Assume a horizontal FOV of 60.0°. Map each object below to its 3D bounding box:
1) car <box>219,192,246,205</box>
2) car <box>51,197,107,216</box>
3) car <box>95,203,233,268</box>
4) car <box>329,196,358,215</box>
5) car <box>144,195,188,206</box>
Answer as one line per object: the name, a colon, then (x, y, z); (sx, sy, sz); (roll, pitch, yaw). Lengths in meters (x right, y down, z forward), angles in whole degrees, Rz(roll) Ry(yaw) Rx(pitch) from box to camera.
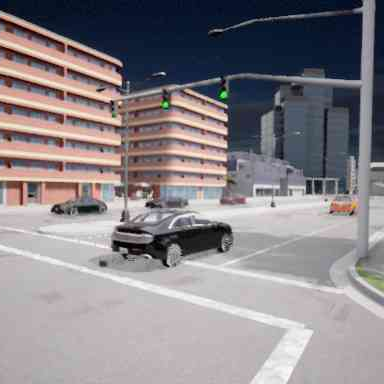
car: (5.524, 0.848, 44.989); (2.097, 1.767, 4.553); (2, 1, 36)
car: (-8.532, 1.050, 25.419); (1.994, 1.385, 4.181); (2, 1, 36)
car: (-0.406, 1.339, 10.842); (2.128, 1.511, 4.902); (2, 1, 36)
car: (14.858, 1.209, 32.124); (2.097, 1.767, 4.553); (2, 1, 36)
car: (-2.444, 1.038, 33.910); (2.033, 1.411, 5.357); (2, 1, 36)
